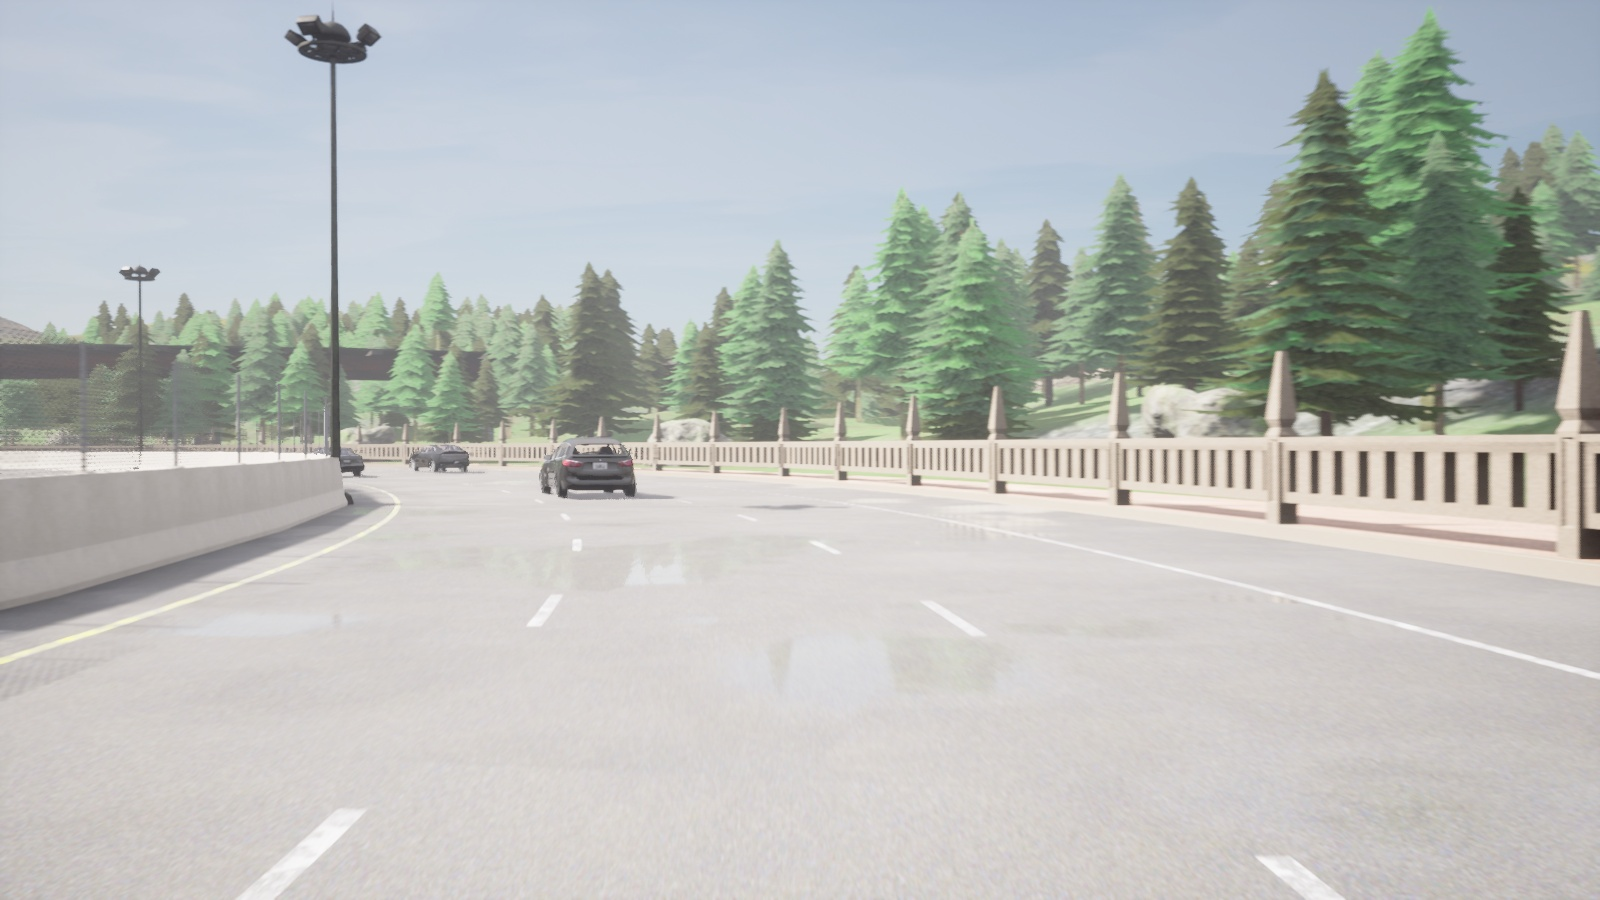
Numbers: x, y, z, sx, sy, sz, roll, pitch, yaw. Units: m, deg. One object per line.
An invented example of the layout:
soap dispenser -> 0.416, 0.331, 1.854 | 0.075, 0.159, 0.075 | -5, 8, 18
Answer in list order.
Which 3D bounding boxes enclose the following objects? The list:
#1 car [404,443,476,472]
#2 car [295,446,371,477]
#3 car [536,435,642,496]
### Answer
car -> -19.475, 0.384, 67.794 | 2.128, 1.511, 4.902 | 0, 0, -38
car -> -22.440, 0.526, 60.154 | 2.033, 1.411, 5.357 | 0, 0, -36
car -> -6.195, 0.407, 36.442 | 2.242, 1.667, 4.611 | 0, 0, -20
